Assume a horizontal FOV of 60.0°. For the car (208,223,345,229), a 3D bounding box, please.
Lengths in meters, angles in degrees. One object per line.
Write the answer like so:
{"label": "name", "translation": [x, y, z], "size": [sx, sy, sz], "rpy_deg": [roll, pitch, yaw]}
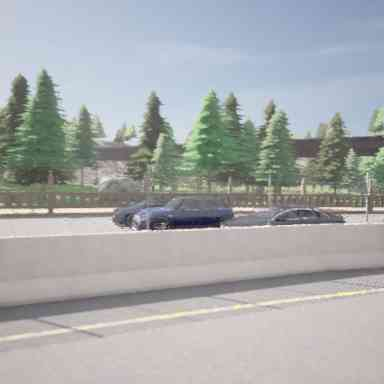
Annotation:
{"label": "car", "translation": [3.390, 1.238, 12.426], "size": [4.902, 1.511, 2.128], "rpy_deg": [1, 1, -18]}

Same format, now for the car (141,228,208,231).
{"label": "car", "translation": [-0.321, 0.976, 14.848], "size": [4.553, 1.767, 2.097], "rpy_deg": [1, 2, -19]}
